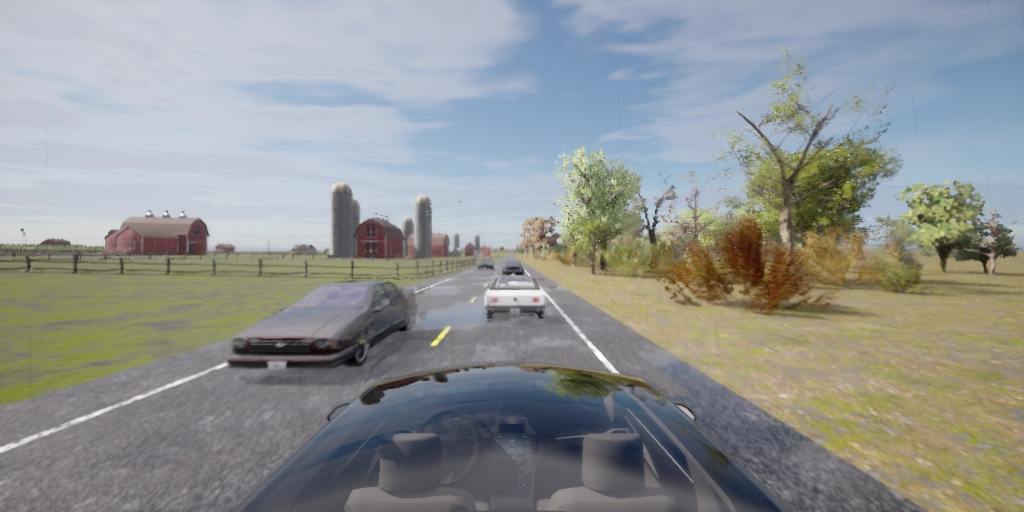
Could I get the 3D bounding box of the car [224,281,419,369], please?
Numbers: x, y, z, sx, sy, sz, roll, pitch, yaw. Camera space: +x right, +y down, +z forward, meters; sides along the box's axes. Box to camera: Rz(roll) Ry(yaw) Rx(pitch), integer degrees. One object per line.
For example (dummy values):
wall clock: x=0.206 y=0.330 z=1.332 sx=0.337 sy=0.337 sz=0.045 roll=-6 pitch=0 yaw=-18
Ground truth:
car: x=-3.599 y=1.286 z=8.156 sx=2.033 sy=1.411 sz=5.357 roll=0 pitch=0 yaw=0

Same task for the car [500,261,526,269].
car: x=0.098 y=1.201 z=30.810 sx=1.837 sy=1.490 sz=4.892 roll=0 pitch=0 yaw=0

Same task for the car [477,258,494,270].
car: x=-3.573 y=1.014 z=49.580 sx=2.097 sy=1.767 sz=4.553 roll=0 pitch=0 yaw=0

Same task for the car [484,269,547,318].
car: x=0.101 y=1.330 z=12.848 sx=1.895 sy=1.301 sz=4.718 roll=0 pitch=0 yaw=0
